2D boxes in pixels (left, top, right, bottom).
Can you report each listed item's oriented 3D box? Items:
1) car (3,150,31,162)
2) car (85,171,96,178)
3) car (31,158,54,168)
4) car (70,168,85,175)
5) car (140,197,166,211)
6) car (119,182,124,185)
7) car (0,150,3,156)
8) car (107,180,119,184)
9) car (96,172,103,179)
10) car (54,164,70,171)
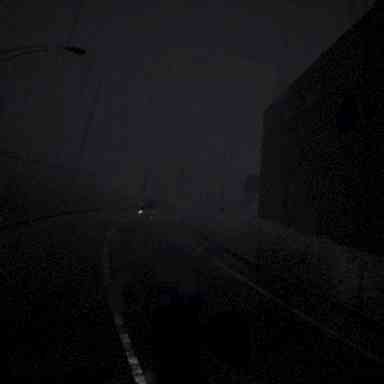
[{"bbox_3d":[-26.104,-5.012,47.666,2.185,1.767,4.553,3,-3,12],"label":"car"},{"bbox_3d":[-22.648,-3.643,69.654,2.185,1.767,4.553,3,-3,7],"label":"car"},{"bbox_3d":[-25.054,-4.502,53.276,2.163,1.488,4.792,3,-3,11],"label":"car"},{"bbox_3d":[-23.348,-3.868,64.065,2.231,1.521,4.892,3,-3,9],"label":"car"},{"bbox_3d":[-4.522,1.350,39.421,1.882,1.535,5.008,3,-1,12],"label":"car"},{"bbox_3d":[-21.081,-1.938,91.726,2.002,1.452,4.674,3,-4,2],"label":"car"},{"bbox_3d":[-27.262,-5.236,42.268,2.097,1.535,5.008,3,-3,13],"label":"car"},{"bbox_3d":[-21.306,-2.346,86.203,2.002,1.452,4.674,3,-4,4],"label":"car"},{"bbox_3d":[-22.055,-3.402,75.229,2.435,2.045,5.566,3,-3,6],"label":"car"},{"bbox_3d":[-24.137,-4.155,58.708,2.002,1.452,4.674,3,-3,10],"label":"car"}]
